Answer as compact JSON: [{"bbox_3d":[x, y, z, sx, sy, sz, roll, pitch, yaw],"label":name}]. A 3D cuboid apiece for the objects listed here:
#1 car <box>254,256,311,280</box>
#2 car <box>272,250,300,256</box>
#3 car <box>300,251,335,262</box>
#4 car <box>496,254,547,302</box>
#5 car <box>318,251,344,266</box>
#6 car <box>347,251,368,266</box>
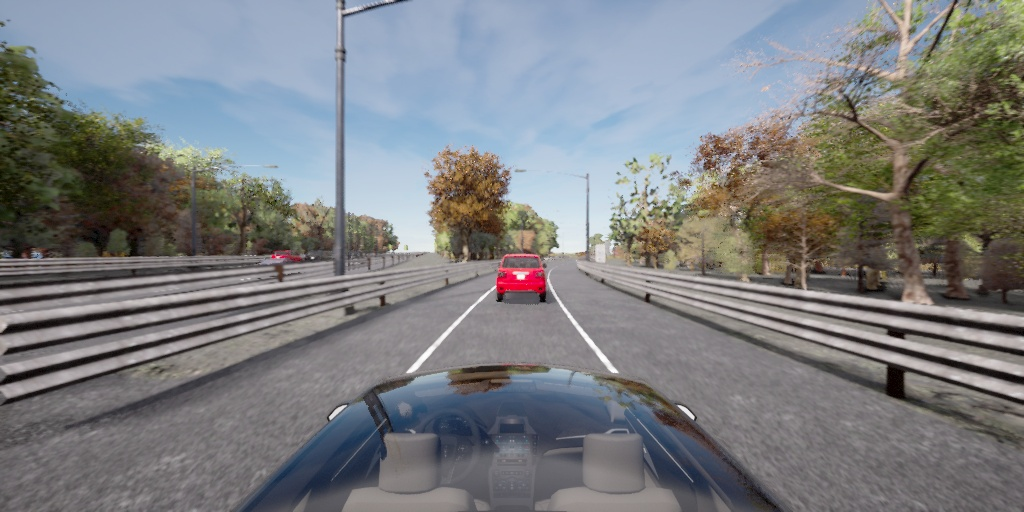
[{"bbox_3d":[-16.524,0.888,25.528,2.033,1.411,5.357,0,0,-13],"label":"car"},{"bbox_3d":[-27.926,0.349,44.633,2.150,2.045,5.566,0,0,-13],"label":"car"},{"bbox_3d":[-24.610,0.360,45.840,2.150,2.045,5.566,0,0,-12],"label":"car"},{"bbox_3d":[0.493,0.946,17.118,2.150,2.045,5.566,0,0,3],"label":"car"},{"bbox_3d":[-26.023,0.311,51.755,2.150,2.045,5.566,0,0,-13],"label":"car"},{"bbox_3d":[-22.588,0.327,52.431,2.150,2.045,5.566,0,0,-13],"label":"car"}]
